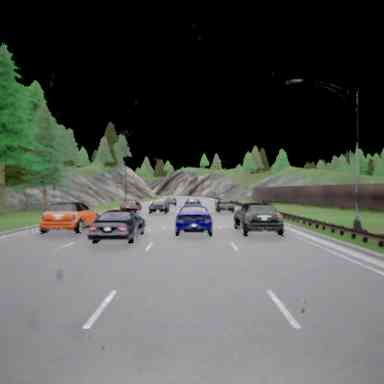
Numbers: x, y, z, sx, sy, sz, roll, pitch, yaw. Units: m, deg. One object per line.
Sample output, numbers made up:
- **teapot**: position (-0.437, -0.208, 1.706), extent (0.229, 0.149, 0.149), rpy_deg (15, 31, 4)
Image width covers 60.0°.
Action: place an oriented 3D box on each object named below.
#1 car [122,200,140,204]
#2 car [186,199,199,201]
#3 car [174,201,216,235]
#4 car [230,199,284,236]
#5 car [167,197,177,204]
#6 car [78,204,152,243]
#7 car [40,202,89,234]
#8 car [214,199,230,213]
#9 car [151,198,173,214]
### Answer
- **car**: position (-6.906, 1.552, 37.707), extent (1.994, 1.385, 4.181), rpy_deg (0, 0, 0)
- **car**: position (0.095, 1.480, 37.031), extent (2.128, 1.511, 4.902), rpy_deg (0, 0, 0)
- **car**: position (0.097, 1.472, 18.668), extent (1.882, 1.535, 5.008), rpy_deg (0, 0, 0)
- **car**: position (3.597, 1.347, 18.662), extent (2.097, 1.767, 4.553), rpy_deg (0, 0, 0)
- **car**: position (-3.472, 1.531, 55.074), extent (2.033, 1.411, 5.357), rpy_deg (0, 0, 1)
- **car**: position (-3.403, 1.543, 15.892), extent (2.033, 1.411, 5.357), rpy_deg (0, 0, 0)
- **car**: position (-6.904, 1.346, 19.252), extent (2.097, 1.767, 4.553), rpy_deg (0, 0, 0)
- **car**: position (3.594, 1.481, 37.052), extent (2.128, 1.511, 4.902), rpy_deg (0, 0, 0)
- **car**: position (-3.406, 1.590, 35.569), extent (1.895, 1.301, 4.718), rpy_deg (0, 0, 0)
